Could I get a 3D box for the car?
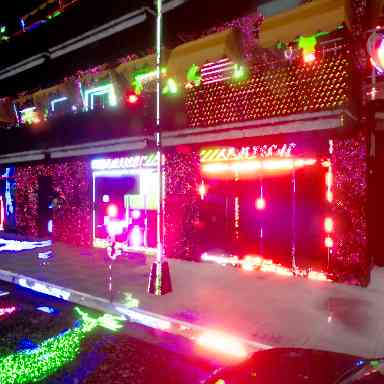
[{"bbox_3d":[1.878,1.551,1.532,4.403,1.369,2.008,0,0,36],"label":"car"}]
